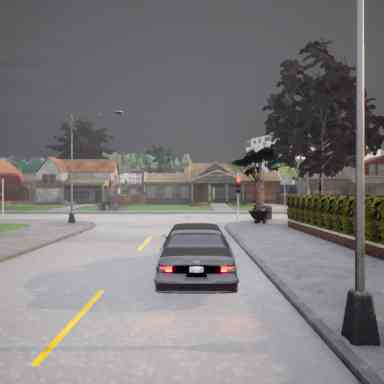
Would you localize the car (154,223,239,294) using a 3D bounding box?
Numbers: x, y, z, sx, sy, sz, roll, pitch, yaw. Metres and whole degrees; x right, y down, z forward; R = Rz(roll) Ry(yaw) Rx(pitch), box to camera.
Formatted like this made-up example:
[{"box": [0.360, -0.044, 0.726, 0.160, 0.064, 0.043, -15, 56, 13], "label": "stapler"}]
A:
[{"box": [0.099, 1.547, 8.949, 2.033, 1.411, 5.357, 0, 0, 0], "label": "car"}]
